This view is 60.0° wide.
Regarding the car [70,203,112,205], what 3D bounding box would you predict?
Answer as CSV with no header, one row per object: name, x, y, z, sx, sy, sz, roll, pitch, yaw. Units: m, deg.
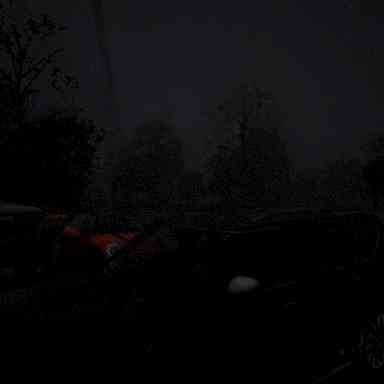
car,-2.268,1.355,9.713,2.185,1.767,4.553,1,0,-36

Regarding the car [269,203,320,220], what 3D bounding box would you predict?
car,10.325,1.914,33.871,2.002,1.452,4.674,2,-1,-36

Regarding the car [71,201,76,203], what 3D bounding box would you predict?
car,-8.918,1.484,20.234,1.946,1.575,5.366,1,0,-36

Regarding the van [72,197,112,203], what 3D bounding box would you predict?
van,-6.475,1.282,21.626,1.878,1.987,4.442,1,0,-36

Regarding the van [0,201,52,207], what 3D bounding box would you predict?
van,-4.779,1.245,8.004,1.878,1.987,4.442,0,0,-36

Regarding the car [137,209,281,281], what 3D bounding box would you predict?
car,0.223,1.499,11.247,1.946,1.575,5.366,1,0,-36

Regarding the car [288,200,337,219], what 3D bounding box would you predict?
car,12.871,1.824,35.766,2.185,1.767,4.553,2,-1,-36

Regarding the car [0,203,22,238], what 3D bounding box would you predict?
car,-11.075,1.471,18.676,1.946,1.575,5.366,0,0,-36

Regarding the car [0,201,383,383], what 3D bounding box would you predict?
car,0.411,1.224,3.964,5.566,2.045,2.150,0,0,-36
